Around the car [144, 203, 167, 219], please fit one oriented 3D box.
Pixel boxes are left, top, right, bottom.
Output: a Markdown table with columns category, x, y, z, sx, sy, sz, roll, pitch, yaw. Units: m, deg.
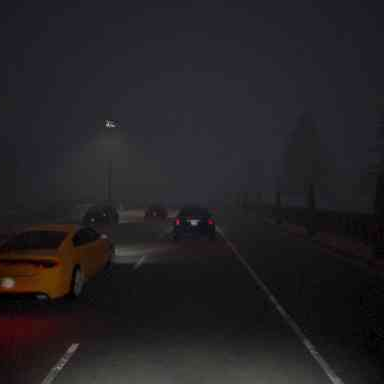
| category | x | y | z | sx | sy | sz | roll | pitch | yaw |
| --- | --- | --- | --- | --- | --- | --- | --- | --- | --- |
| car | -3.448 | 1.836 | 32.466 | 1.812 | 1.442 | 4.674 | 0 | -1 | -1 |

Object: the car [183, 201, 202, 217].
| category | x | y | z | sx | sy | sz | roll | pitch | yaw |
| --- | --- | --- | --- | --- | --- | --- | --- | --- | --- |
| car | 0.010 | 1.827 | 36.508 | 1.882 | 1.535 | 5.008 | 0 | -1 | -1 |

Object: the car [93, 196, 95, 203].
| category | x | y | z | sx | sy | sz | roll | pitch | yaw |
| --- | --- | --- | --- | --- | --- | --- | --- | --- | --- |
| car | -18.181 | 1.785 | 57.750 | 2.150 | 2.045 | 5.566 | 0 | -1 | -1 |

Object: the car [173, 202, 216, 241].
| category | x | y | z | sx | sy | sz | roll | pitch | yaw |
| --- | --- | --- | --- | --- | --- | --- | --- | --- | --- |
| car | 0.100 | 1.524 | 17.906 | 2.097 | 1.767 | 4.553 | 0 | -1 | 0 |

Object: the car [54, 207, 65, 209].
| category | x | y | z | sx | sy | sz | roll | pitch | yaw |
| --- | --- | --- | --- | --- | --- | --- | --- | --- | --- |
| car | -21.586 | 2.110 | 53.181 | 1.895 | 1.301 | 4.718 | 0 | -1 | -1 |

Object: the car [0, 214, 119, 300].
| category | x | y | z | sx | sy | sz | roll | pitch | yaw |
| --- | --- | --- | --- | --- | --- | --- | --- | --- | --- |
| car | -3.400 | 1.561 | 8.637 | 1.882 | 1.535 | 5.008 | 0 | -1 | 0 |

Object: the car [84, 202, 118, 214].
| category | x | y | z | sx | sy | sz | roll | pitch | yaw |
| --- | --- | --- | --- | --- | --- | --- | --- | --- | --- |
| car | -6.900 | 1.769 | 25.406 | 1.812 | 1.442 | 4.674 | 0 | -1 | 0 |

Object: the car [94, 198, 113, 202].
| category | x | y | z | sx | sy | sz | roll | pitch | yaw |
| --- | --- | --- | --- | --- | --- | --- | --- | --- | --- |
| car | -14.677 | 2.037 | 57.072 | 2.128 | 1.511 | 4.902 | 0 | -1 | -1 |
